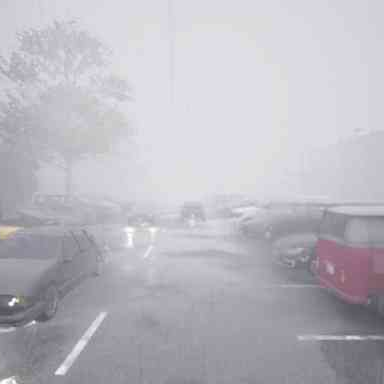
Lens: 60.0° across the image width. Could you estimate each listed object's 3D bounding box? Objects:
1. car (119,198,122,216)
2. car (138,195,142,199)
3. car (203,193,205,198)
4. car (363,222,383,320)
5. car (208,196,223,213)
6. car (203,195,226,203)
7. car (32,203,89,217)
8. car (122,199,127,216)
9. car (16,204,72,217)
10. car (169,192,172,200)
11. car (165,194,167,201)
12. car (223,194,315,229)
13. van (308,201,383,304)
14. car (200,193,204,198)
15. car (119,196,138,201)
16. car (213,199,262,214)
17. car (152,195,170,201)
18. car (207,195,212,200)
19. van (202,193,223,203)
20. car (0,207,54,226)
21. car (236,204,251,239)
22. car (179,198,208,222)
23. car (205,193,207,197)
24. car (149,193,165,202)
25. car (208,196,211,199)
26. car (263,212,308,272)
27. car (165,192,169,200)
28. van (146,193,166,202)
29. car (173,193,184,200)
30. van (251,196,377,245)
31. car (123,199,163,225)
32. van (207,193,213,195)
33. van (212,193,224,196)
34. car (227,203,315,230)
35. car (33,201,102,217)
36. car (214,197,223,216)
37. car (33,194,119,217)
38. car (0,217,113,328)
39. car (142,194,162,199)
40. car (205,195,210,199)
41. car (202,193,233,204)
[{"bbox_3d":[-8.351,1.451,25.912,5.008,1.535,2.097,0,0,0],"label":"car"},{"bbox_3d":[-8.337,1.211,34.143,5.566,2.045,2.435,0,0,0],"label":"car"},{"bbox_3d":[4.719,1.381,56.949,4.553,1.767,2.185,0,0,0],"label":"car"},{"bbox_3d":[4.776,1.345,3.688,4.553,1.767,2.185,0,0,0],"label":"car"},{"bbox_3d":[4.531,1.453,31.719,5.366,1.575,1.946,0,0,0],"label":"car"},{"bbox_3d":[4.644,1.403,68.162,4.553,1.767,2.185,0,0,0],"label":"car"},{"bbox_3d":[-8.317,1.485,17.557,4.792,1.488,2.163,0,0,0],"label":"car"},{"bbox_3d":[-8.357,1.493,28.573,4.674,1.452,2.002,0,0,0],"label":"car"},{"bbox_3d":[-8.338,1.458,14.772,5.008,1.535,2.097,0,0,0],"label":"car"},{"bbox_3d":[-8.448,1.305,81.573,5.566,2.045,2.435,0,0,0],"label":"car"},{"bbox_3d":[-8.379,1.564,70.470,4.792,1.488,2.163,0,0,0],"label":"car"},{"bbox_3d":[4.705,1.203,17.706,5.566,2.045,2.435,0,0,0],"label":"car"},{"bbox_3d":[4.859,1.242,6.492,4.442,1.987,1.878,0,0,0],"label":"van"},{"bbox_3d":[4.713,1.260,59.753,5.566,2.045,2.435,0,0,0],"label":"car"},{"bbox_3d":[-8.333,1.205,31.481,5.566,2.045,2.435,0,0,0],"label":"car"},{"bbox_3d":[4.685,1.491,34.523,4.792,1.488,2.163,0,0,0],"label":"car"},{"bbox_3d":[-8.400,1.583,89.908,4.792,1.488,2.163,0,0,0],"label":"car"},{"bbox_3d":[4.733,1.508,42.933,4.792,1.488,2.163,0,0,0],"label":"car"},{"bbox_3d":[4.552,1.314,73.769,4.442,1.987,1.878,0,0,0],"label":"van"},{"bbox_3d":[-8.155,1.459,11.986,5.366,1.575,1.946,0,0,0],"label":"car"},{"bbox_3d":[4.742,1.457,14.903,5.008,1.535,2.097,0,0,0],"label":"car"},{"bbox_3d":[0.056,1.473,26.226,1.837,1.490,4.892,0,-1,0],"label":"car"},{"bbox_3d":[4.663,1.369,51.343,4.553,1.767,2.185,0,0,0],"label":"car"},{"bbox_3d":[-8.212,1.515,62.143,5.366,1.575,1.946,0,0,0],"label":"car"},{"bbox_3d":[4.736,1.502,40.129,4.792,1.488,2.163,0,0,0],"label":"car"},{"bbox_3d":[4.747,1.465,9.297,4.892,1.521,2.231,0,0,0],"label":"car"},{"bbox_3d":[-8.439,1.289,73.246,5.566,2.045,2.435,0,0,0],"label":"car"},{"bbox_3d":[-8.533,1.325,78.796,4.442,1.987,1.878,0,0,0],"label":"van"},{"bbox_3d":[-3.347,1.279,92.370,2.150,2.045,5.566,0,0,0],"label":"car"},{"bbox_3d":[4.623,1.235,12.099,4.442,1.987,1.878,0,0,0],"label":"van"},{"bbox_3d":[-3.344,1.496,23.662,1.812,1.442,4.674,0,0,0],"label":"car"},{"bbox_3d":[4.814,1.263,48.540,4.442,1.987,1.878,0,0,0],"label":"van"},{"bbox_3d":[4.827,1.241,37.327,4.442,1.987,1.878,0,0,0],"label":"van"},{"bbox_3d":[4.734,1.452,20.514,4.892,1.521,2.231,0,0,0],"label":"car"},{"bbox_3d":[-8.378,1.481,20.342,4.792,1.488,2.163,0,0,0],"label":"car"},{"bbox_3d":[4.725,1.451,28.919,5.008,1.535,2.097,0,0,0],"label":"car"},{"bbox_3d":[-8.325,1.199,23.126,5.566,2.045,2.435,0,0,0],"label":"car"},{"bbox_3d":[-3.341,1.535,7.475,2.033,1.411,5.357,0,0,0],"label":"car"},{"bbox_3d":[-8.400,1.513,59.366,4.892,1.521,2.231,0,0,0],"label":"car"},{"bbox_3d":[4.706,1.484,45.736,5.008,1.535,2.097,0,0,0],"label":"car"},{"bbox_3d":[4.710,1.266,62.556,5.566,2.045,2.435,0,0,0],"label":"car"}]
